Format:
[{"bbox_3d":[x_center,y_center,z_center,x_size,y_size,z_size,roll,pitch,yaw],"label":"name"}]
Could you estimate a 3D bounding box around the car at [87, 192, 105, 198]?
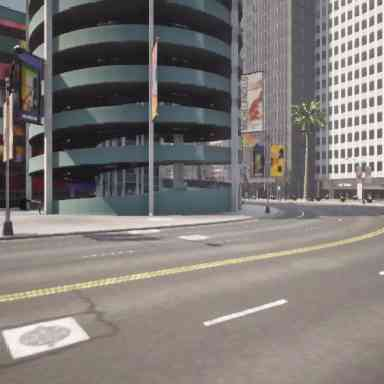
[{"bbox_3d":[-19.030,0.962,66.019,2.435,2.045,5.566,0,0,-36],"label":"car"}]
